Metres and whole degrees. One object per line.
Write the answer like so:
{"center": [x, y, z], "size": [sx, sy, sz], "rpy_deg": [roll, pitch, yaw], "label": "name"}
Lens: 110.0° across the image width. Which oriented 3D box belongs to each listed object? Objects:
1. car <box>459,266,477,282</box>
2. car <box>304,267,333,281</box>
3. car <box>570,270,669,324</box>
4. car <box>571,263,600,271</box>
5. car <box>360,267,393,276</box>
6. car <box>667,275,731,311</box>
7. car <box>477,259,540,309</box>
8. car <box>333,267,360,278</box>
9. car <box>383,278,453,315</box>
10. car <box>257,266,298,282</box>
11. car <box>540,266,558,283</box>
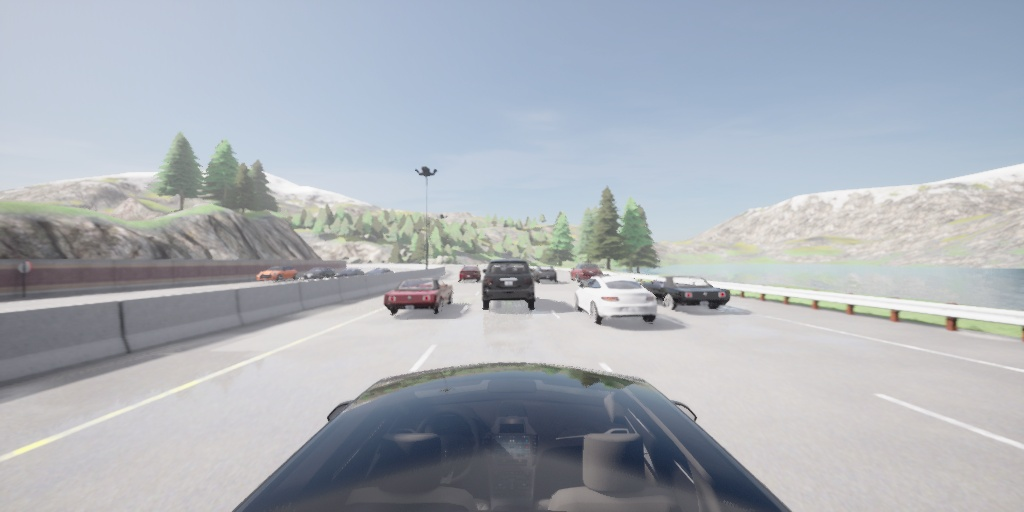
{"center": [-4.037, 1.703, 35.295], "size": [1.882, 1.535, 5.008], "rpy_deg": [-1, -1, -1], "label": "car"}
{"center": [-21.956, 1.982, 41.159], "size": [2.128, 1.511, 4.902], "rpy_deg": [-1, -1, -2], "label": "car"}
{"center": [3.405, 1.378, 12.392], "size": [1.812, 1.442, 4.674], "rpy_deg": [-1, -1, -1], "label": "car"}
{"center": [6.522, 1.423, 32.012], "size": [2.097, 1.767, 4.553], "rpy_deg": [-1, -1, -1], "label": "car"}
{"center": [-14.900, 1.956, 40.588], "size": [2.033, 1.411, 5.357], "rpy_deg": [-1, -1, -2], "label": "car"}
{"center": [6.864, 1.451, 15.081], "size": [1.895, 1.301, 4.718], "rpy_deg": [-1, -1, -1], "label": "car"}
{"center": [-0.164, 1.162, 16.262], "size": [2.150, 2.045, 5.566], "rpy_deg": [-1, -1, -1], "label": "car"}
{"center": [-18.464, 2.020, 41.375], "size": [1.994, 1.385, 4.181], "rpy_deg": [-1, -1, -2], "label": "car"}
{"center": [-3.633, 1.559, 14.866], "size": [1.895, 1.301, 4.718], "rpy_deg": [-1, -1, -1], "label": "car"}
{"center": [-25.378, 1.850, 38.958], "size": [2.097, 1.767, 4.553], "rpy_deg": [-1, -1, -2], "label": "car"}
{"center": [3.007, 1.614, 32.937], "size": [2.128, 1.511, 4.902], "rpy_deg": [-1, -1, -1], "label": "car"}
